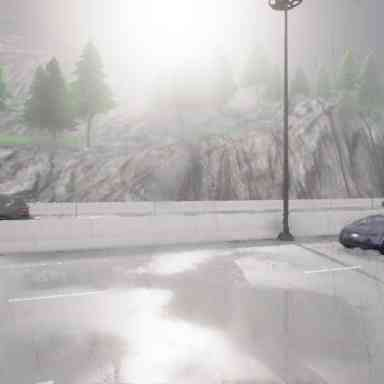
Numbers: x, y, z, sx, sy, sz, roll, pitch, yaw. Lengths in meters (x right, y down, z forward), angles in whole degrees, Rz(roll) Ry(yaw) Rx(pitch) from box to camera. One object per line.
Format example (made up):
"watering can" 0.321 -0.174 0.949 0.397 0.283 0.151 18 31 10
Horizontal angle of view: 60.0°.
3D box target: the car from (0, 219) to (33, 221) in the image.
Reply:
"car" -11.440 1.221 17.494 5.566 2.045 2.150 0 0 -17

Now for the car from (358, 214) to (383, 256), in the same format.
"car" 5.245 1.221 4.418 5.566 2.045 2.150 0 0 -20

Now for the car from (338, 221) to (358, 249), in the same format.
"car" 7.841 1.564 12.964 4.181 1.385 1.994 0 0 -22
